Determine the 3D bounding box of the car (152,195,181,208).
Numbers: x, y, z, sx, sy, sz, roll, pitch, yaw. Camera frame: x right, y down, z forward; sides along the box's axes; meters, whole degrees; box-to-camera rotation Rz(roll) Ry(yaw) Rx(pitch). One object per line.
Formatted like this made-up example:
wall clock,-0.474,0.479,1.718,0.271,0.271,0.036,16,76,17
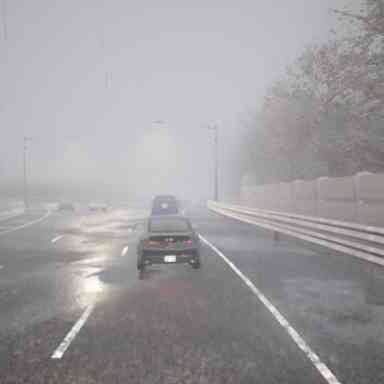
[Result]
car,-2.242,1.257,28.227,2.150,2.045,5.566,0,0,-3

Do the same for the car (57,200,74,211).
car,-15.864,1.644,41.715,2.033,1.411,5.357,0,0,-23

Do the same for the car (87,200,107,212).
car,-11.736,1.682,40.821,1.895,1.301,4.718,0,0,-22

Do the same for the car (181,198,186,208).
car,-2.348,1.582,48.910,1.812,1.442,4.674,0,0,3

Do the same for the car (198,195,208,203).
car,3.070,1.981,91.093,2.150,2.045,5.566,0,-3,9

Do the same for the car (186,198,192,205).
car,-1.187,1.665,61.447,1.895,1.301,4.718,0,0,7

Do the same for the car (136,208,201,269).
car,-0.804,1.519,11.218,1.837,1.490,4.892,0,0,-5
